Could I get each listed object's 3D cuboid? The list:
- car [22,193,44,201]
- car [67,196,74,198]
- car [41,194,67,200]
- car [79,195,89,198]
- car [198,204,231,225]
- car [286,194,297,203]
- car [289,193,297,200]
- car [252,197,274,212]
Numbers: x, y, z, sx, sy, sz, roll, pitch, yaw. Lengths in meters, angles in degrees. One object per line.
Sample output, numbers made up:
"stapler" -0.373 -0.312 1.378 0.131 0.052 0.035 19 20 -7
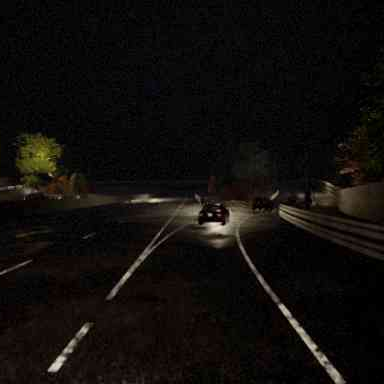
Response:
"car" -28.000 1.164 59.138 2.150 2.045 5.566 0 0 0
"car" -27.990 1.494 75.322 1.994 1.385 4.181 0 0 0
"car" -24.501 1.544 59.231 1.895 1.301 4.718 0 0 0
"car" -24.490 1.466 75.401 1.812 1.442 4.674 0 0 0
"car" 1.689 1.563 24.010 2.033 1.411 5.357 0 0 12
"car" 22.835 1.714 76.998 1.882 1.535 5.008 0 3 20
"car" 26.332 1.151 86.475 1.812 1.442 4.674 0 4 19
"car" 10.537 1.786 49.127 2.150 2.045 5.566 0 -1 26
